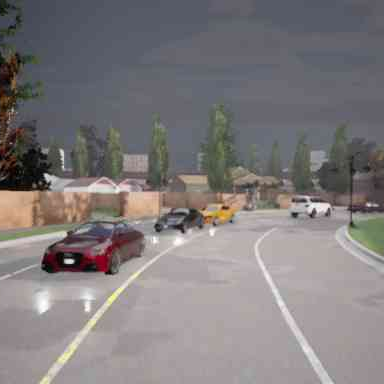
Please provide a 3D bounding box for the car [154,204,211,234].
[{"bbox_3d":[-0.613,1.682,20.787,1.812,1.442,4.674,0,0,22],"label":"car"}]

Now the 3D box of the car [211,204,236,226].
[{"bbox_3d":[1.712,1.663,25.288,1.882,1.535,5.008,0,-1,29],"label":"car"}]

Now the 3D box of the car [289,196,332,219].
[{"bbox_3d":[11.538,1.430,32.327,5.566,2.045,2.150,0,-1,-45],"label":"car"}]

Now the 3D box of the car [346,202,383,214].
[{"bbox_3d":[20.502,1.819,38.922,5.357,1.411,2.033,0,-1,-25],"label":"car"}]

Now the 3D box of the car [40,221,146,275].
[{"bbox_3d":[-2.914,1.646,10.679,1.994,1.385,4.181,0,-1,9],"label":"car"}]
